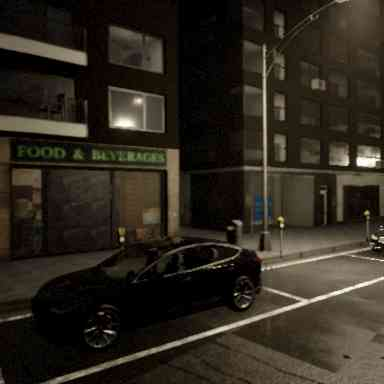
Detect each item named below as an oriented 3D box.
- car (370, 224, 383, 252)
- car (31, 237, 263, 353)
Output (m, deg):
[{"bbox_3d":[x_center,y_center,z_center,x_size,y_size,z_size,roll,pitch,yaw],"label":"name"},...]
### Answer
[{"bbox_3d":[8.454,1.548,12.574,4.403,1.369,2.008,0,-1,-35],"label":"car"},{"bbox_3d":[-0.551,1.565,6.150,4.313,1.339,1.947,0,-1,-36],"label":"car"}]
